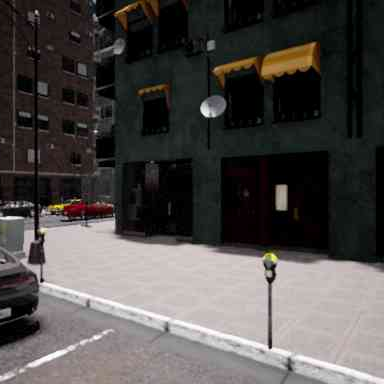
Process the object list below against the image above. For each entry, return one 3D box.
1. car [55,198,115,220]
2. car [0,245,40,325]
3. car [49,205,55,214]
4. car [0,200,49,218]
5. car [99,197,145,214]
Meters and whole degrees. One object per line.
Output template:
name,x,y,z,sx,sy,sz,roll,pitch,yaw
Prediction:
car,-7.608,1.295,25.381,1.812,1.442,4.674,0,1,35
car,-4.550,1.556,6.130,4.403,1.369,2.008,0,0,36
car,-10.988,1.266,30.575,1.752,1.417,4.829,1,1,35
car,-14.084,1.366,26.155,2.008,1.369,4.403,1,1,35
car,-6.700,1.251,32.202,1.994,1.385,4.181,0,1,35
